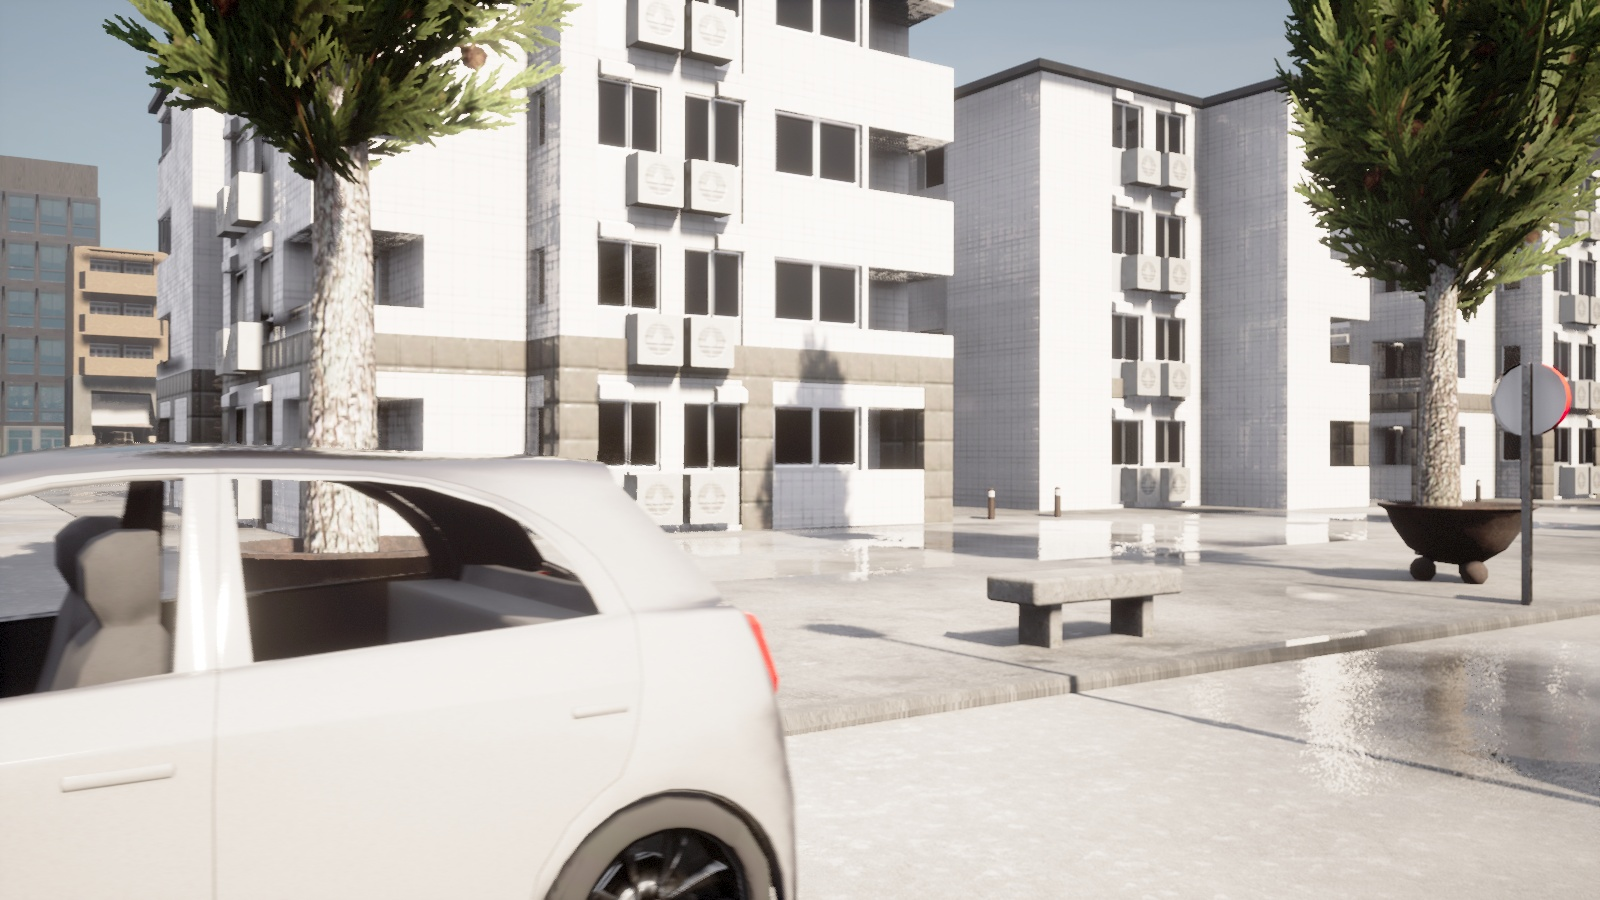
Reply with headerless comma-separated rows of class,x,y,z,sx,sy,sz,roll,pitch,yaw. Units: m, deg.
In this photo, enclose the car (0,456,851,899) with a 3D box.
car,-1.892,0.770,2.949,3.633,1.501,1.845,0,0,-34
